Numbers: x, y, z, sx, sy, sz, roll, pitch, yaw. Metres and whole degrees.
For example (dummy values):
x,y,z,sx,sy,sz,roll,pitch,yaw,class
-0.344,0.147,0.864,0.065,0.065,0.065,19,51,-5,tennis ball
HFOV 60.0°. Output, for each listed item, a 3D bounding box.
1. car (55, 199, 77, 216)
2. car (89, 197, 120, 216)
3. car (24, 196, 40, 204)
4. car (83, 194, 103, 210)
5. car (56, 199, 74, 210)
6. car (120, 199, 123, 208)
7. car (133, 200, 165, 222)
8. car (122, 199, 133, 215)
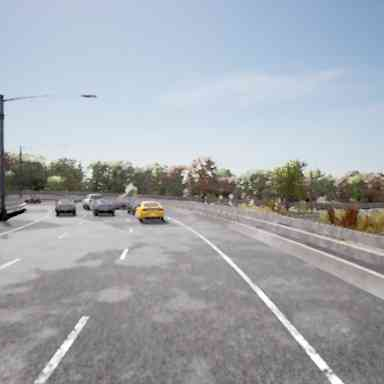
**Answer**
x,y,z,sx,sy,sz,roll,pitch,yaw,class
-12.552,1.560,33.267,2.128,1.511,4.902,0,0,-20,car
-8.759,1.535,32.984,2.128,1.511,4.902,0,0,-20,car
-33.630,1.547,69.907,2.097,1.767,4.553,0,0,-42,car
-13.052,1.291,44.145,2.150,2.045,5.566,0,0,-25,car
-17.137,1.658,44.643,1.994,1.385,4.181,0,0,-25,car
-9.629,1.591,45.083,2.033,1.411,5.357,0,0,-25,car
-3.423,1.505,26.617,1.882,1.535,5.008,0,0,-14,car
-5.485,1.568,34.204,2.033,1.411,5.357,0,0,-20,car
